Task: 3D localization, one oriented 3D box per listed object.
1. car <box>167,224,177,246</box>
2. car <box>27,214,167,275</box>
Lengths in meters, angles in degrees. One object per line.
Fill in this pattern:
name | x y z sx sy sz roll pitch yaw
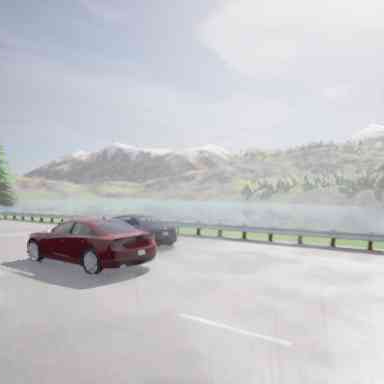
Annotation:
car | -2.689 1.657 14.616 4.181 1.385 1.994 0 0 36
car | -3.399 1.548 10.781 5.008 1.535 1.882 0 0 37
